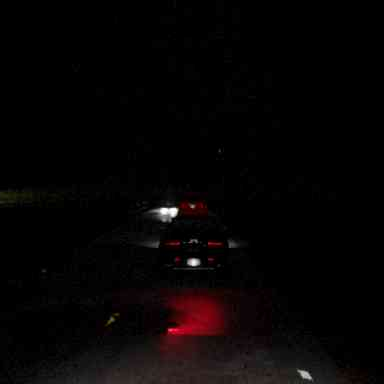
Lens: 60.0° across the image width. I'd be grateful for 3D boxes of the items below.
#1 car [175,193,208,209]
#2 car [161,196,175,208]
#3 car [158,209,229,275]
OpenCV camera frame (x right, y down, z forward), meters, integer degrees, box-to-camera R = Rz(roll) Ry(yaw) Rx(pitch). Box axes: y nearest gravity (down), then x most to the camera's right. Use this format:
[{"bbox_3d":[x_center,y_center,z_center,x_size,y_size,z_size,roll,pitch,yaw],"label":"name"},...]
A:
[{"bbox_3d":[0.058,1.074,25.835,2.150,2.045,5.566,0,1,0],"label":"car"},{"bbox_3d":[-2.853,1.214,42.666,2.128,1.511,4.902,0,0,0],"label":"car"},{"bbox_3d":[0.056,1.450,10.267,1.837,1.490,4.892,0,-1,0],"label":"car"}]
